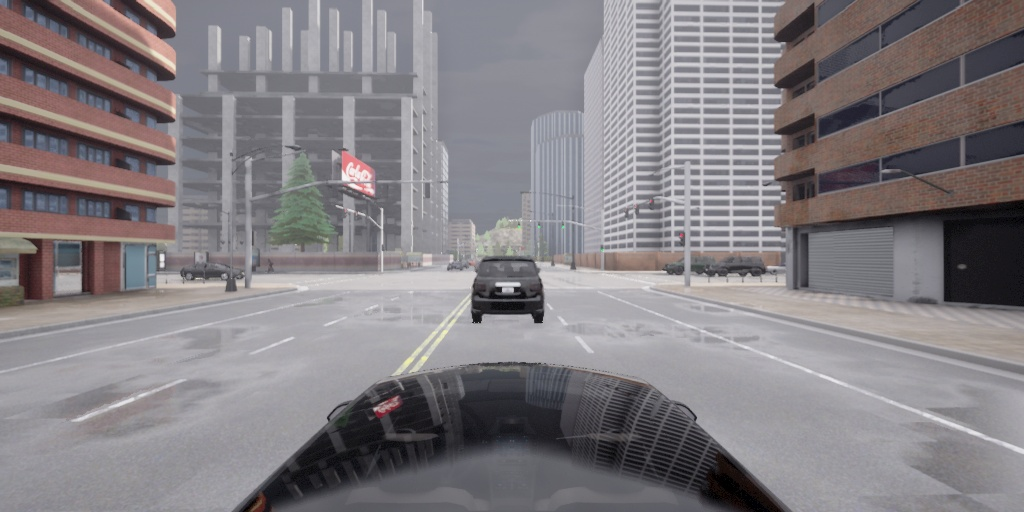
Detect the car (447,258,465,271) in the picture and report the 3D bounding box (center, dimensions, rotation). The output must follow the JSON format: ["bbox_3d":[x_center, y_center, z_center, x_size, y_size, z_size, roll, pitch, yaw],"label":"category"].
[{"bbox_3d":[-8.109,1.419,51.740,1.994,1.385,4.181,0,0,-1],"label":"car"}]

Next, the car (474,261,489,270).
[{"bbox_3d":[-4.664,1.425,54.571,1.994,1.385,4.181,0,0,-1],"label":"car"}]

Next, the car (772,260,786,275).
[{"bbox_3d":[29.517,1.425,39.181,4.718,1.301,1.895,0,0,-1],"label":"car"}]

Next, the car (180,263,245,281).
[{"bbox_3d":[-25.318,1.318,30.574,4.892,1.490,1.837,0,0,-1],"label":"car"}]

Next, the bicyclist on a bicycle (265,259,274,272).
[{"bbox_3d":[-28.703,1.139,42.471,0.582,1.620,1.656,0,0,-1],"label":"bicyclist on a bicycle"}]

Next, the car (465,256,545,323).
[{"bbox_3d":[-0.146,0.997,12.341,2.150,2.045,5.566,0,0,-1],"label":"car"}]

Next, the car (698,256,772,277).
[{"bbox_3d":[21.998,1.039,35.501,5.566,2.045,2.150,0,0,-2],"label":"car"}]

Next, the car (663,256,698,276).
[{"bbox_3d":[19.387,1.047,38.930,5.566,2.045,2.150,0,0,-1],"label":"car"}]

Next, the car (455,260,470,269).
[{"bbox_3d":[-8.269,1.378,60.312,1.837,1.490,4.892,0,0,-1],"label":"car"}]
